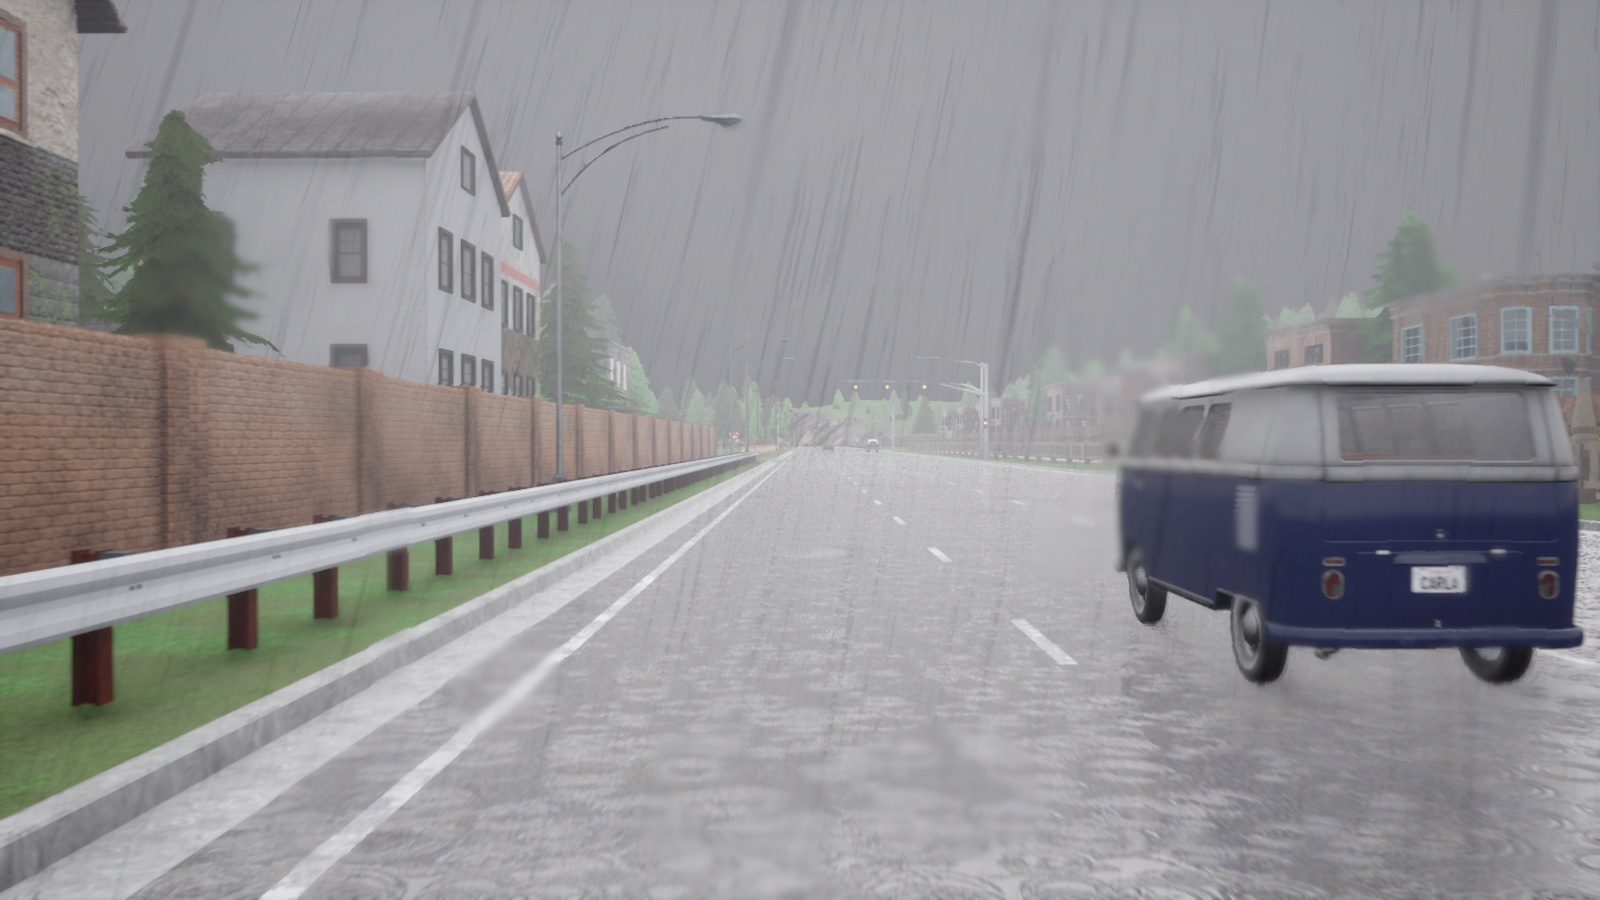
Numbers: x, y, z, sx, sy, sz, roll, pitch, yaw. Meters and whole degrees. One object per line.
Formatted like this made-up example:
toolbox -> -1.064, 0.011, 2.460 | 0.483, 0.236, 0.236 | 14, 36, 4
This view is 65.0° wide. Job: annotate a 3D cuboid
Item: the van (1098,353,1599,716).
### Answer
van -> 3.567, 0.451, 9.113 | 1.775, 1.987, 4.442 | 0, 0, 0
